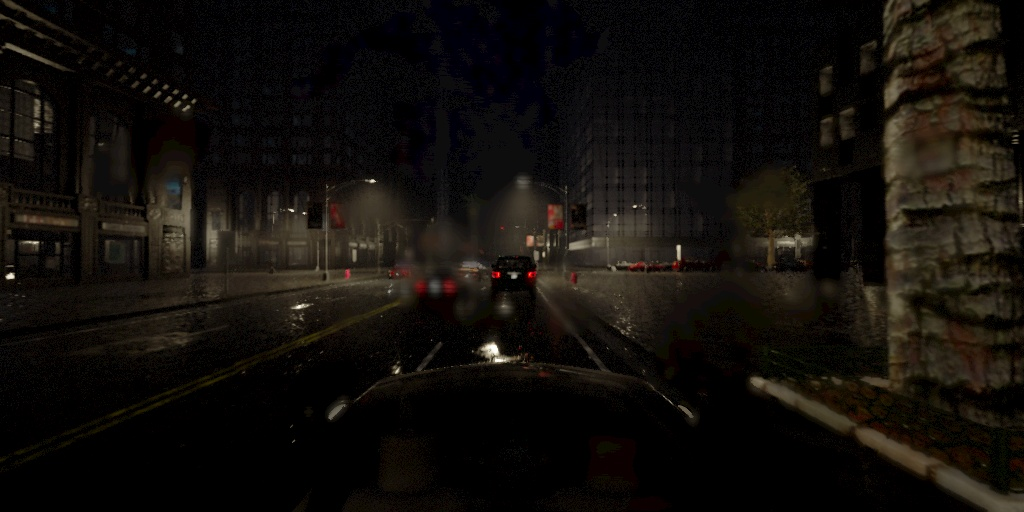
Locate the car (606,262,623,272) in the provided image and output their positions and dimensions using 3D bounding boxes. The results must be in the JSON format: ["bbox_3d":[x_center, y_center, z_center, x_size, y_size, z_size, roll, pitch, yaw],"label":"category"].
[{"bbox_3d":[15.192,1.426,49.365,4.313,1.339,1.948,0,0,-1],"label":"car"}]

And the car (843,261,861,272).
[{"bbox_3d":[38.988,1.198,43.871,5.008,1.535,1.882,0,-1,-1],"label":"car"}]

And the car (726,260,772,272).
[{"bbox_3d":[26.596,1.285,41.015,4.313,1.339,1.948,0,0,-1],"label":"car"}]

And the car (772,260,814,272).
[{"bbox_3d":[32.233,1.269,41.102,4.313,1.339,1.948,0,0,-1],"label":"car"}]

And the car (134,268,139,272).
[{"bbox_3d":[-47.402,1.560,42.951,4.892,1.490,1.837,0,-1,1],"label":"car"}]

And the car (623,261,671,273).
[{"bbox_3d":[15.321,1.337,40.842,4.207,1.307,1.802,0,0,-1],"label":"car"}]

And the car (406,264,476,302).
[{"bbox_3d":[-3.135,1.303,17.137,2.033,1.411,5.357,0,0,0],"label":"car"}]

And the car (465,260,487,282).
[{"bbox_3d":[-3.152,1.286,28.934,2.128,1.511,4.902,0,0,0],"label":"car"}]

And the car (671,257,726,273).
[{"bbox_3d":[20.959,1.051,40.929,5.009,1.841,2.192,0,0,-1],"label":"car"}]

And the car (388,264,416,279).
[{"bbox_3d":[-9.764,1.376,32.750,1.994,1.385,4.181,0,0,0],"label":"car"}]

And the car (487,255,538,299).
[{"bbox_3d":[0.102,0.980,18.118,2.150,2.045,5.566,0,0,0],"label":"car"}]
